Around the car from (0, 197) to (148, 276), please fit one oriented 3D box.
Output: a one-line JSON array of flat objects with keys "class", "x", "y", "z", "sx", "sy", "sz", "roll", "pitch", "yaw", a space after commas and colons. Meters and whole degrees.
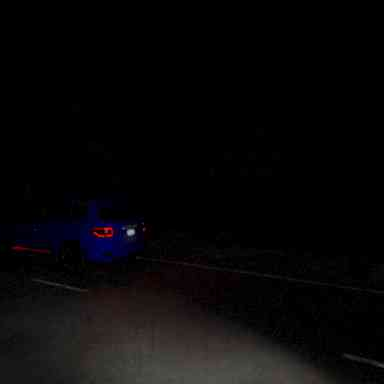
[{"class": "car", "x": -3.978, "y": 1.182, "z": 10.363, "sx": 5.566, "sy": 2.045, "sz": 2.150, "roll": 0, "pitch": 0, "yaw": 30}]
